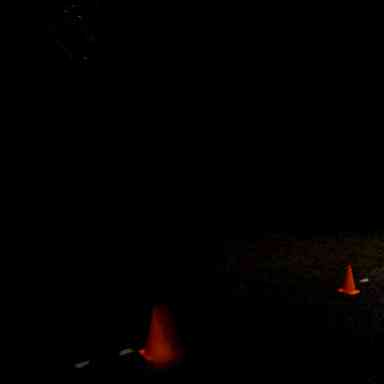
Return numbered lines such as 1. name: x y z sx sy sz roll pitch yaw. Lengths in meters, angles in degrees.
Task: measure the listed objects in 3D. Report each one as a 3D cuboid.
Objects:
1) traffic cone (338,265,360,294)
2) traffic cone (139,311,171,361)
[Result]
1. traffic cone: 3.558 1.958 7.534 0.340 0.580 0.340 0 0 -35
2. traffic cone: -0.516 1.956 4.635 0.340 0.580 0.340 0 0 -35
